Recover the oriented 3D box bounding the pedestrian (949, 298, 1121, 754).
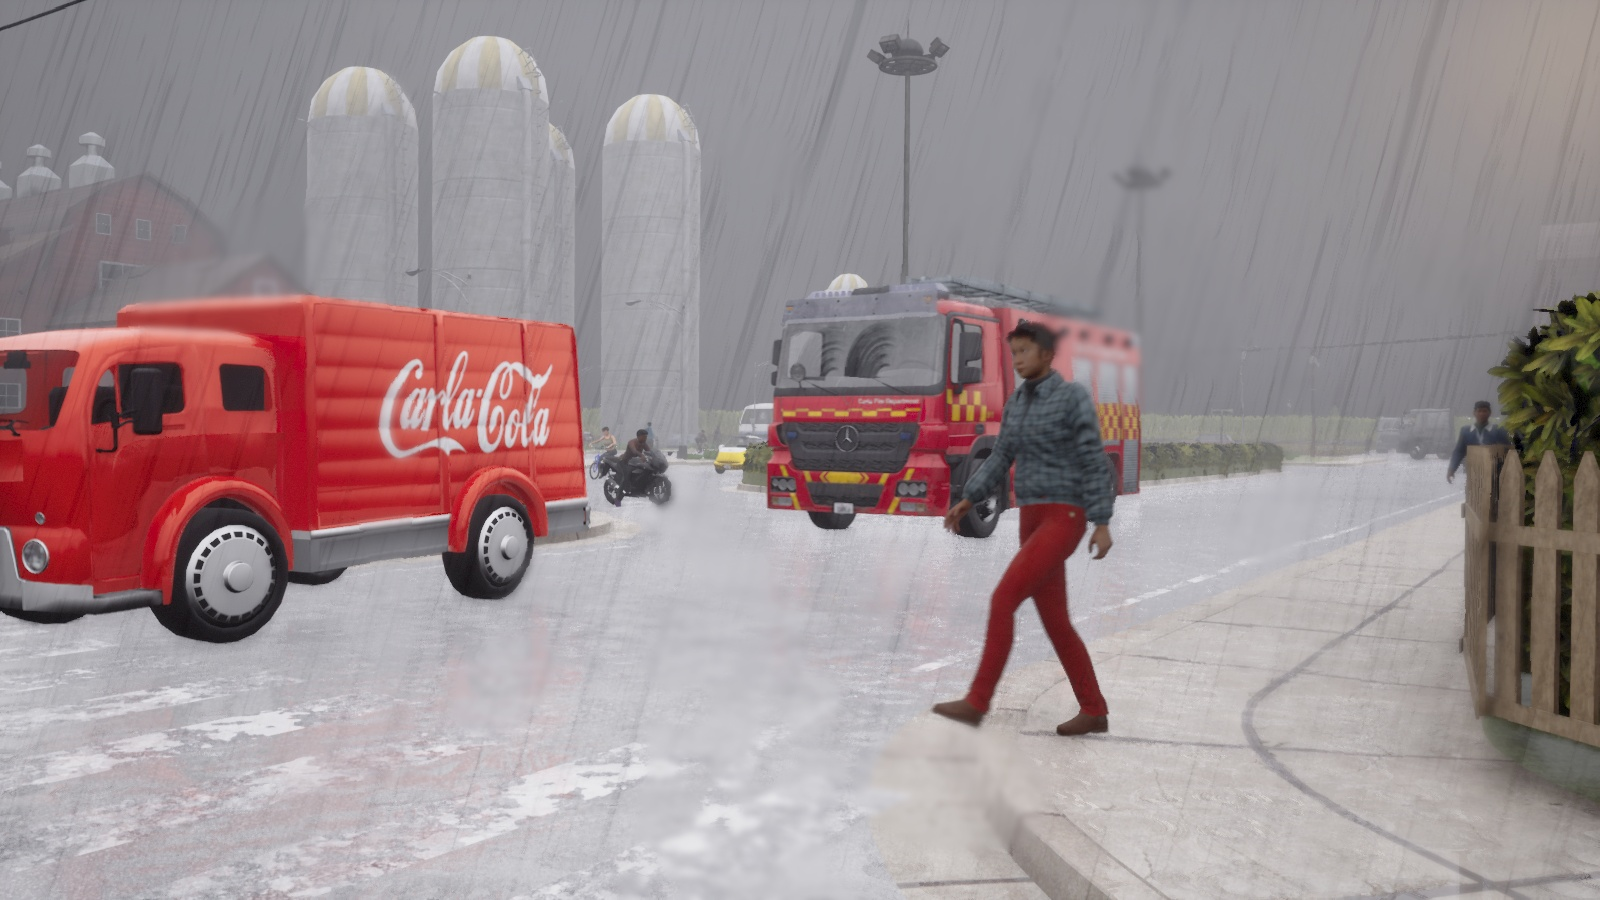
[{"bbox_3d":[1.001,0.304,5.358,0.614,1.847,0.353,-1,1,-22],"label":"pedestrian"}]

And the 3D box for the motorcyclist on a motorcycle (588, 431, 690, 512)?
[{"bbox_3d":[-3.170,0.406,24.631,2.044,1.523,0.797,0,1,41],"label":"motorcyclist on a motorcycle"}]

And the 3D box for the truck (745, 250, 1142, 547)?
[{"bbox_3d":[2.779,-0.739,20.476,2.891,3.827,8.468,0,1,33],"label":"truck"}]

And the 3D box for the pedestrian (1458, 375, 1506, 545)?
[{"bbox_3d":[8.103,0.110,14.905,0.423,1.949,0.788,0,1,34],"label":"pedestrian"}]

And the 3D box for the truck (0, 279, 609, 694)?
[{"bbox_3d":[-4.182,0.121,10.375,2.627,2.467,5.204,0,2,25],"label":"truck"}]

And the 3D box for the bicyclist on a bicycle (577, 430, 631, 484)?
[{"bbox_3d":[-5.972,0.199,38.333,0.866,1.612,1.509,0,1,27],"label":"bicyclist on a bicycle"}]

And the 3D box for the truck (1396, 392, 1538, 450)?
[{"bbox_3d":[42.053,-1.772,79.487,2.891,3.462,7.936,-1,1,-23],"label":"truck"}]

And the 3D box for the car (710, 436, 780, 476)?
[{"bbox_3d":[-1.938,0.192,44.774,1.481,1.376,2.207,0,1,33],"label":"car"}]

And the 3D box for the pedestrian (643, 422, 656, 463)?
[{"bbox_3d":[-7.149,-0.363,59.630,0.396,1.930,0.692,0,1,10],"label":"pedestrian"}]
